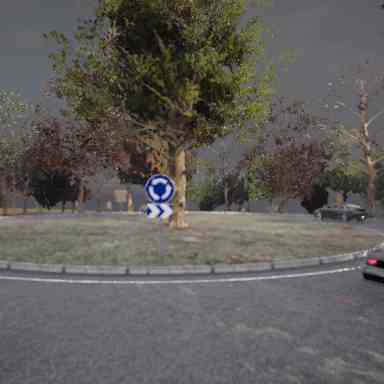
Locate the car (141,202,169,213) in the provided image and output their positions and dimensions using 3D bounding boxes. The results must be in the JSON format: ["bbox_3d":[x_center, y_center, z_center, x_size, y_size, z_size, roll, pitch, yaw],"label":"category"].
[{"bbox_3d":[-3.340,1.865,38.136,4.902,1.511,2.128,0,-1,-4],"label":"car"}]

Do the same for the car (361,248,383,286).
[{"bbox_3d":[6.482,1.631,8.181,5.357,1.411,2.033,0,-1,-30],"label":"car"}]

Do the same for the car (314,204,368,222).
[{"bbox_3d":[12.933,1.797,29.233,1.837,1.490,4.892,2,-1,-23],"label":"car"}]
